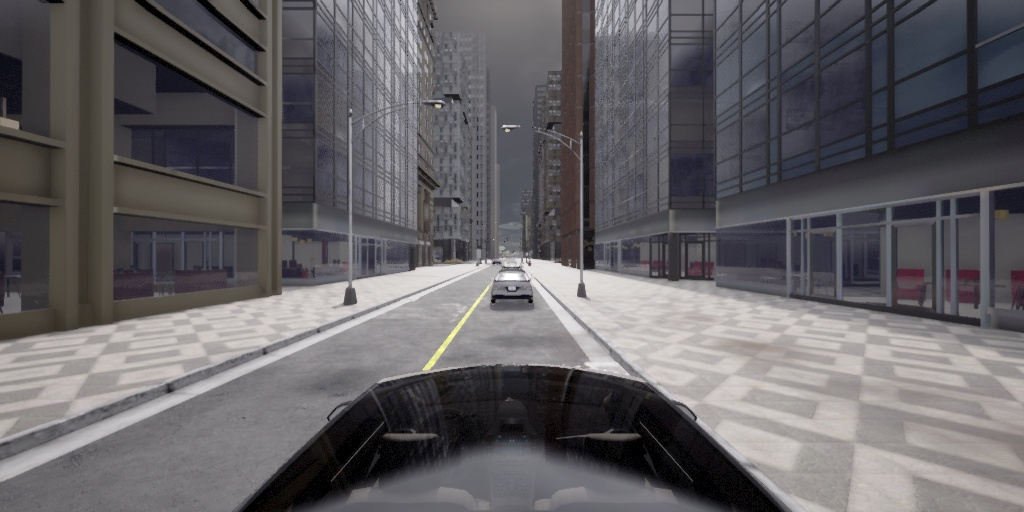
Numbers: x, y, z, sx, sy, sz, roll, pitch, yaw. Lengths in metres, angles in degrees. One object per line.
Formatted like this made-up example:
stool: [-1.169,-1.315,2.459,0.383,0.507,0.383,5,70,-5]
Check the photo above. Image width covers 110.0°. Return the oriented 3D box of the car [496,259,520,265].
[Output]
car: [0.000,1.241,31.500,2.128,1.511,4.902,0,0,0]

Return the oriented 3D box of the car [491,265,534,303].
car: [0.000,1.311,16.500,2.033,1.411,5.357,0,0,0]
